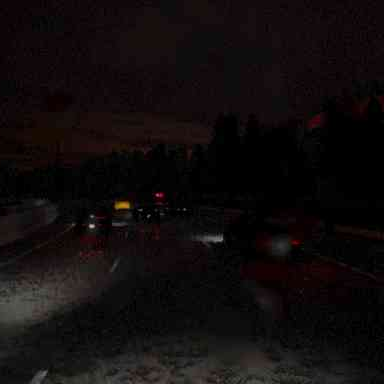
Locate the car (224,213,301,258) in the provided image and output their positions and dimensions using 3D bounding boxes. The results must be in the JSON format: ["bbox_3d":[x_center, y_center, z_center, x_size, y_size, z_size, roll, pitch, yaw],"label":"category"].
[{"bbox_3d":[2.531,1.526,12.763,1.812,1.442,4.674,0,0,-7],"label":"car"}]

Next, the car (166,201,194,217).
[{"bbox_3d":[-1.384,1.568,31.114,2.033,1.411,5.357,0,0,-17],"label":"car"}]

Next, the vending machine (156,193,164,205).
[{"bbox_3d":[-5.833,1.243,60.041,1.100,2.100,0.880,0,0,-31],"label":"vending machine"}]

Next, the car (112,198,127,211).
[{"bbox_3d":[-9.127,1.524,41.589,1.882,1.535,5.008,0,0,-23],"label":"car"}]

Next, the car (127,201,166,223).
[{"bbox_3d":[-3.698,1.516,26.160,2.128,1.511,4.902,0,0,-15],"label":"car"}]

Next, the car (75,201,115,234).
[{"bbox_3d":[-5.711,1.531,19.693,1.837,1.490,4.892,0,0,-12],"label":"car"}]
